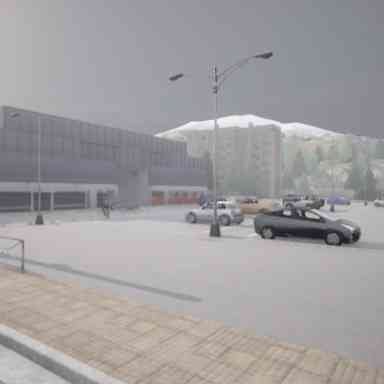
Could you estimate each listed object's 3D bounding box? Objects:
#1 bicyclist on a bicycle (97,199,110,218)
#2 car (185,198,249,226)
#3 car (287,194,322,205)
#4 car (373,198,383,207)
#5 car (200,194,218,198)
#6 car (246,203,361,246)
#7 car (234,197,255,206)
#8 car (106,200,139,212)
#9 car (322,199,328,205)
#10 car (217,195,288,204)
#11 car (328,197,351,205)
[{"bbox_3d":[-7.413,1.396,27.856,1.656,1.620,0.582,0,0,35],"label":"bicyclist on a bicycle"},{"bbox_3d":[1.423,1.382,21.981,3.806,1.475,1.970,0,0,35],"label":"car"},{"bbox_3d":[12.281,1.225,37.834,3.866,1.878,1.905,0,0,35],"label":"car"},{"bbox_3d":[28.821,1.559,48.791,3.806,1.475,1.970,0,0,35],"label":"car"},{"bbox_3d":[3.165,1.303,49.402,2.150,2.045,5.566,0,0,37],"label":"car"},{"bbox_3d":[5.051,1.474,14.914,4.514,1.523,2.007,0,0,35],"label":"car"},{"bbox_3d":[9.220,1.607,57.990,1.812,1.442,4.674,0,0,35],"label":"car"},{"bbox_3d":[-8.280,1.632,39.556,1.994,1.385,4.181,0,0,35],"label":"car"},{"bbox_3d":[13.626,1.244,40.442,4.605,1.855,1.932,0,0,35],"label":"car"},{"bbox_3d":[4.874,1.302,27.401,5.027,1.636,2.152,0,0,35],"label":"car"},{"bbox_3d":[24.495,1.521,55.516,3.633,1.501,1.845,0,0,35],"label":"car"}]
